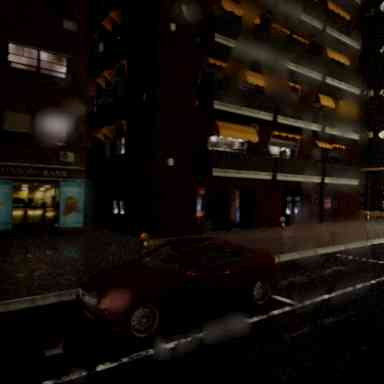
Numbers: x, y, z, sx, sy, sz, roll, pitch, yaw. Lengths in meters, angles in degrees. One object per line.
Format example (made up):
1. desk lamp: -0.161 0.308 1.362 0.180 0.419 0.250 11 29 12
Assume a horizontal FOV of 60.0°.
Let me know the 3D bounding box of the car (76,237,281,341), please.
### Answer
1. car: -0.035 1.583 6.476 4.206 1.307 1.802 0 1 -35
